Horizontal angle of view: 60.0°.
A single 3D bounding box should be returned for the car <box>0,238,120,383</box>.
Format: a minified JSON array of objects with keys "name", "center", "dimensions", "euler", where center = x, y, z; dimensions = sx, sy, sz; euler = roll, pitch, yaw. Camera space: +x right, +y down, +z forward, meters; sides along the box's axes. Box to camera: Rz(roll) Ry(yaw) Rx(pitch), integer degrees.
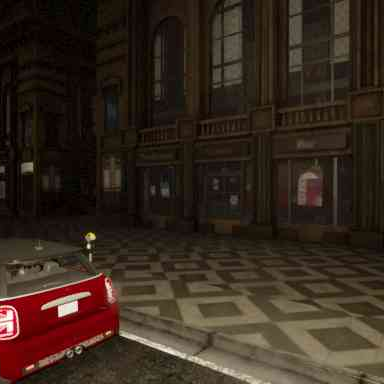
[{"name":"car","center":[-3.080,1.440,5.165],"dimensions":[4.097,1.590,1.967],"euler":[0,0,36]}]
